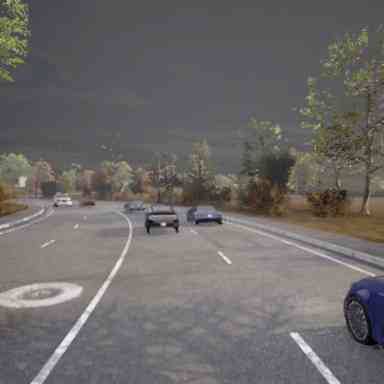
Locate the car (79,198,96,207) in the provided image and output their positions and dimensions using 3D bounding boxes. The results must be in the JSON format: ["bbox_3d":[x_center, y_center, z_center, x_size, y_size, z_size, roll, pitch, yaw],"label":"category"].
[{"bbox_3d":[-16.082,1.641,51.137,1.895,1.301,4.718,0,0,-26],"label":"car"}]

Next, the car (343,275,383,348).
[{"bbox_3d":[3.384,1.515,3.404,1.812,1.442,4.674,0,0,-2],"label":"car"}]

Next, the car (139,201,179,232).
[{"bbox_3d":[-1.917,1.501,20.046,2.128,1.511,4.902,0,0,-10],"label":"car"}]

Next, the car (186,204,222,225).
[{"bbox_3d":[0.788,1.569,24.259,1.994,1.385,4.181,0,0,-12],"label":"car"}]

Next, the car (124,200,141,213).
[{"bbox_3d":[-6.538,1.572,37.794,2.033,1.411,5.357,0,0,-19],"label":"car"}]

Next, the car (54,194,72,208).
[{"bbox_3d":[-19.744,1.258,50.678,2.150,2.045,5.566,0,0,-28],"label":"car"}]
